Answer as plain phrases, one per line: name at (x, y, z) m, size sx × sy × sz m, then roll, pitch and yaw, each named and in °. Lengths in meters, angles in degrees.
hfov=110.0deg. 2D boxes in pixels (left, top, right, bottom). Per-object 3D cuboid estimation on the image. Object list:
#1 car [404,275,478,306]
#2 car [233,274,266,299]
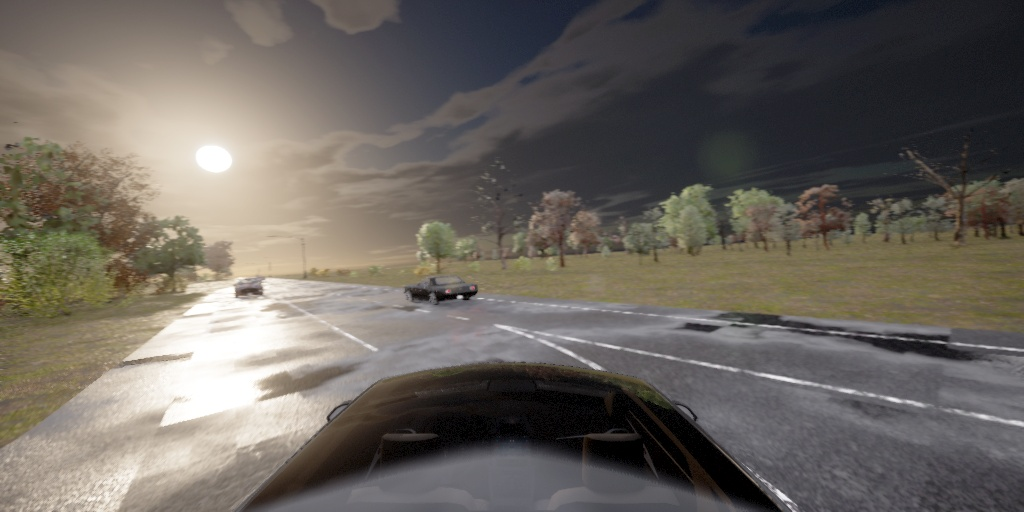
car at (-3.647, 1.625, 17.672) m, size 1.895 × 1.301 × 4.718 m, roll -4°, pitch 0°, yaw -38°
car at (-24.105, 2.816, 32.814) m, size 2.097 × 1.767 × 4.553 m, roll -4°, pitch 0°, yaw -38°
